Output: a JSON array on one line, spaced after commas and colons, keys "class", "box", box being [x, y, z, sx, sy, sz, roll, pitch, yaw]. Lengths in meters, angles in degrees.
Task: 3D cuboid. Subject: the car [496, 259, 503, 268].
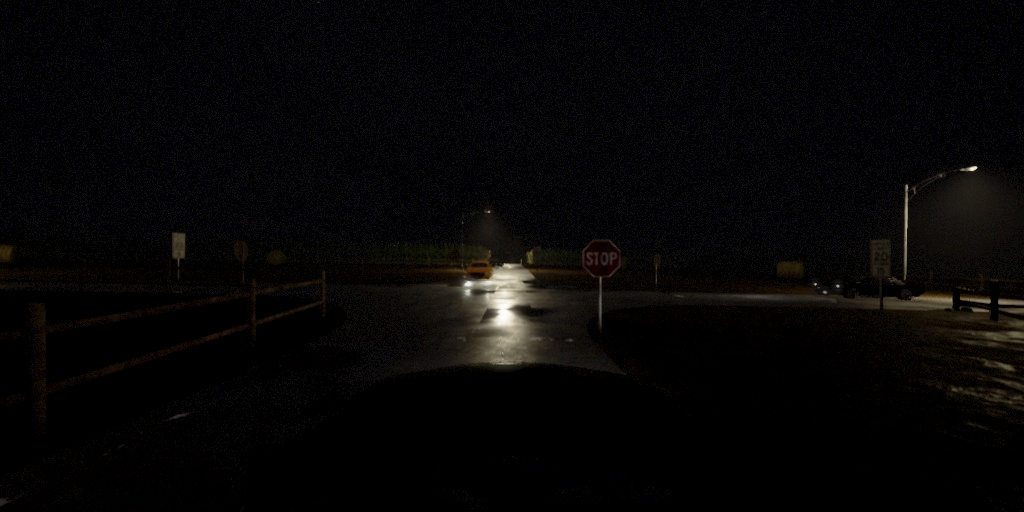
[{"class": "car", "box": [-2.472, 1.170, 59.233, 2.033, 1.411, 5.357, 0, 0, 0]}]

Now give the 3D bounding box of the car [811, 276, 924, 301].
[{"class": "car", "box": [19.781, 1.766, 20.112, 4.718, 1.301, 1.895, 1, 0, 0]}]

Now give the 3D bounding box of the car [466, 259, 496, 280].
[{"class": "car", "box": [-2.615, 1.161, 29.451, 1.882, 1.535, 5.008, 0, 2, 0]}]
